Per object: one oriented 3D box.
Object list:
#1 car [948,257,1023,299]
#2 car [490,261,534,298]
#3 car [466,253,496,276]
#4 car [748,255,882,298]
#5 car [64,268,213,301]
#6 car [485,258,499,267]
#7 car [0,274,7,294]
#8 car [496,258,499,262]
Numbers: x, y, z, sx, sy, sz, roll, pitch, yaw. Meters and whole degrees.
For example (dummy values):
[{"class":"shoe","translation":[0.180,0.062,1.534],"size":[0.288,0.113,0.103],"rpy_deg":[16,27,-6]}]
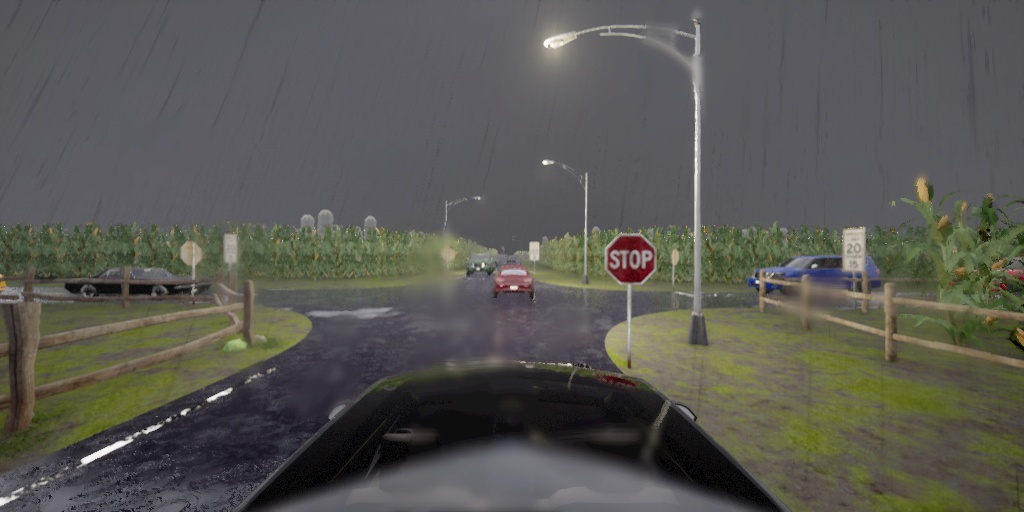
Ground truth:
[{"class":"car","translation":[25.529,1.047,17.932],"size":[5.566,2.045,2.150],"rpy_deg":[0,0,0]},{"class":"car","translation":[0.078,1.167,17.662],"size":[1.812,1.442,4.674],"rpy_deg":[0,1,0]},{"class":"car","translation":[-2.903,0.732,33.265],"size":[2.150,2.045,5.566],"rpy_deg":[0,0,0]},{"class":"car","translation":[15.098,0.975,18.008],"size":[5.566,2.045,2.150],"rpy_deg":[0,0,0]},{"class":"car","translation":[-15.712,1.151,15.312],"size":[4.718,1.301,1.895],"rpy_deg":[0,0,0]},{"class":"car","translation":[-2.924,0.949,53.631],"size":[1.895,1.301,4.718],"rpy_deg":[0,0,0]},{"class":"car","translation":[-24.993,0.977,15.384],"size":[5.008,1.535,1.882],"rpy_deg":[0,0,1]},{"class":"car","translation":[-2.917,0.978,43.470],"size":[2.033,1.411,5.357],"rpy_deg":[0,0,0]}]
